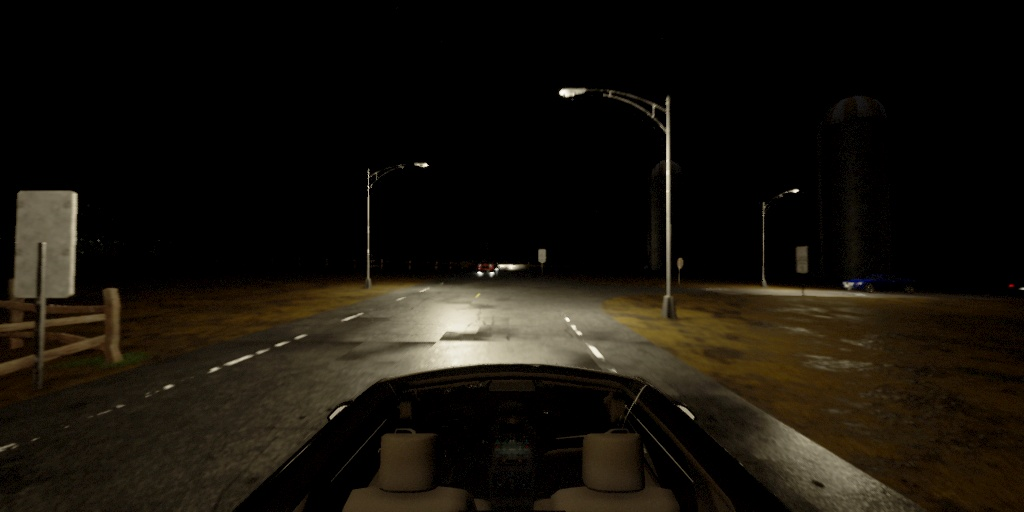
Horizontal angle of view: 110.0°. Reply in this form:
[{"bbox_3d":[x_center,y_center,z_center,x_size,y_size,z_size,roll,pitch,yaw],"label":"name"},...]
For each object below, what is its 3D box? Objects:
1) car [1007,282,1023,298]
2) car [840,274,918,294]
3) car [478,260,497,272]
[{"bbox_3d":[35.768,2.176,23.647,4.181,1.385,1.994,1,-2,0],"label":"car"},{"bbox_3d":[27.196,2.023,26.620,4.674,1.442,1.812,1,-2,0],"label":"car"},{"bbox_3d":[-3.563,1.279,49.902,2.097,1.767,4.553,0,0,0],"label":"car"}]
